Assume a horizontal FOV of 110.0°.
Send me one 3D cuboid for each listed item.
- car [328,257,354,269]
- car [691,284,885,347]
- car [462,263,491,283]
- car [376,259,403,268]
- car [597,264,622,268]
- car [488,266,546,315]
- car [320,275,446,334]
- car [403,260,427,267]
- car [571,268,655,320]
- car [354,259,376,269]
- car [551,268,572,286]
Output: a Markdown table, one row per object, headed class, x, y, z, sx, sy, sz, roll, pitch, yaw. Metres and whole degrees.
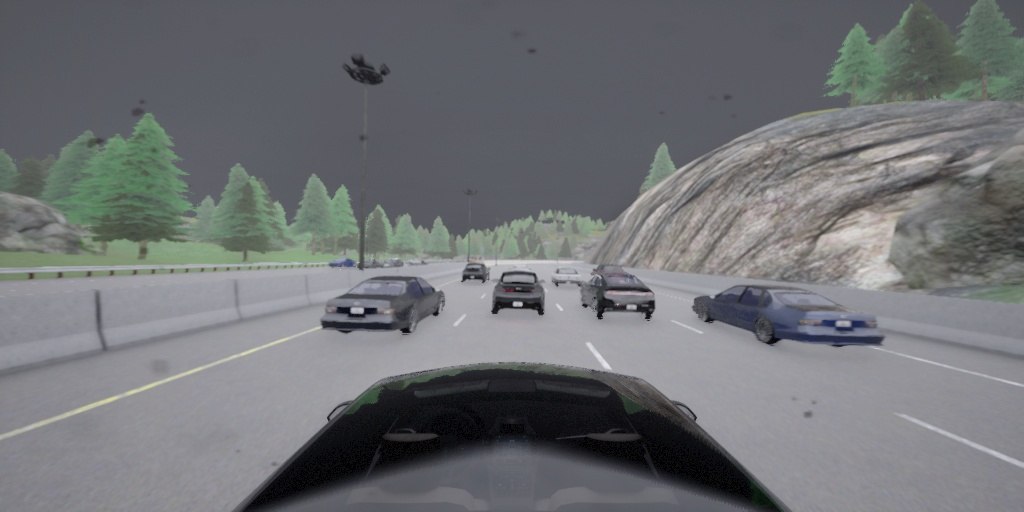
| class | x | y | z | sx | sy | sz | roll | pitch | yaw |
| --- | --- | --- | --- | --- | --- | --- | --- | --- | --- |
| car | -23.541 | 0.945 | 49.879 | 1.882 | 1.535 | 5.008 | 1 | 0 | 2 |
| car | 7.152 | 1.506 | 10.162 | 2.033 | 1.411 | 5.357 | 1 | 0 | 2 |
| car | -2.881 | 1.337 | 29.207 | 1.837 | 1.490 | 4.892 | 1 | 0 | 2 |
| car | -16.550 | 1.119 | 49.796 | 2.128 | 1.511 | 4.902 | 1 | 0 | 2 |
| car | 7.605 | 1.418 | 28.591 | 2.097 | 1.767 | 4.553 | 1 | 0 | 2 |
| car | 0.270 | 1.329 | 14.155 | 1.837 | 1.490 | 4.892 | 1 | 0 | 2 |
| car | -3.342 | 1.267 | 10.437 | 2.033 | 1.411 | 5.357 | 1 | 0 | 2 |
| car | -13.053 | 1.233 | 49.750 | 1.812 | 1.442 | 4.674 | 1 | 0 | 2 |
| car | 3.750 | 1.388 | 13.437 | 2.128 | 1.511 | 4.902 | 1 | 0 | 2 |
| car | -20.025 | 1.116 | 50.632 | 1.994 | 1.385 | 4.181 | 1 | 0 | 2 |
| car | 4.069 | 1.582 | 27.525 | 1.895 | 1.301 | 4.718 | 1 | 0 | 2 |
